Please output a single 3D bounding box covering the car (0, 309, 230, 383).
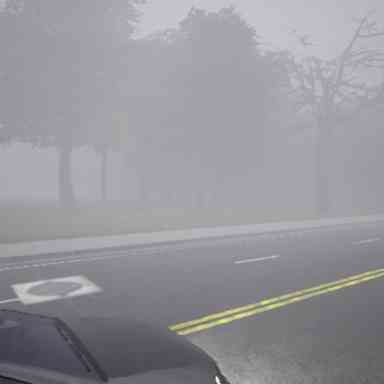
[{"bbox_3d":[-1.659,1.563,2.215,4.181,1.385,1.994,0,0,-36],"label":"car"}]
